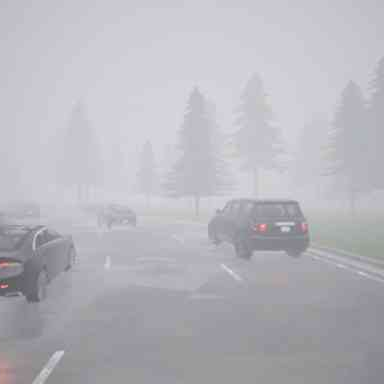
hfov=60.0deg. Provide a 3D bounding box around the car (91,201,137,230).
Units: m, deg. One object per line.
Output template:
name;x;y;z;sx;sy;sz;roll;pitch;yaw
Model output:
car;-5.118;1.597;22.358;2.128;1.511;4.902;0;0;-26

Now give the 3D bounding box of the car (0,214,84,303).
car;-4.204;1.546;8.164;2.128;1.511;4.902;0;0;-8

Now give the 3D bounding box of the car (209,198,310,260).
car;2.306;1.250;12.916;2.150;2.045;5.566;0;0;-13

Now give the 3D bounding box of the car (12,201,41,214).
car;-15.394;1.758;30.182;1.994;1.385;4.181;0;0;-44

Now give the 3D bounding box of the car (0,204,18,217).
car;-10.480;1.613;17.120;2.128;1.511;4.902;0;0;-23

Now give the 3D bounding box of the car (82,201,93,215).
car;-9.810;1.666;34.873;2.128;1.511;4.902;0;0;-44
